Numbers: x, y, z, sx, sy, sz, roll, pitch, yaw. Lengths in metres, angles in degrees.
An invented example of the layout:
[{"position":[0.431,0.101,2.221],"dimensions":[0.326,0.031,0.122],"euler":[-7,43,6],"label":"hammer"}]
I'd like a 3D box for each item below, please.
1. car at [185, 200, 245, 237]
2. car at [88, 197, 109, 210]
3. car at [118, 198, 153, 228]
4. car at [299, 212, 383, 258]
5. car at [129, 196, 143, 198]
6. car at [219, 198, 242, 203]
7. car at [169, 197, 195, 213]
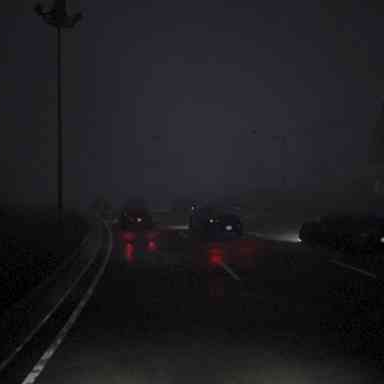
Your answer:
[{"position":[1.126,1.390,17.079],"dimensions":[1.812,1.442,4.674],"euler":[0,1,-13],"label":"car"},{"position":[-10.890,1.295,38.704],"dimensions":[1.812,1.442,4.674],"euler":[0,1,-25],"label":"car"},{"position":[-3.689,1.386,21.286],"dimensions":[1.812,1.442,4.674],"euler":[0,1,-17],"label":"car"},{"position":[5.688,1.440,12.287],"dimensions":[1.994,1.385,4.181],"euler":[0,0,-9],"label":"car"},{"position":[-6.286,1.234,37.062],"dimensions":[1.882,1.535,5.008],"euler":[0,1,-25],"label":"car"},{"position":[3.402,1.264,32.366],"dimensions":[1.812,1.442,4.674],"euler":[0,1,-22],"label":"car"},{"position":[-0.878,1.259,33.531],"dimensions":[1.837,1.490,4.892],"euler":[0,1,-23],"label":"car"}]
